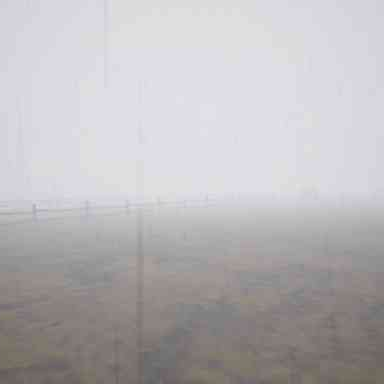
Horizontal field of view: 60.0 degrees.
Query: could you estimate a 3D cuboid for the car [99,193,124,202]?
[{"bbox_3d":[-13.986,0.944,57.932,1.837,1.490,4.892,1,2,36],"label":"car"}]
